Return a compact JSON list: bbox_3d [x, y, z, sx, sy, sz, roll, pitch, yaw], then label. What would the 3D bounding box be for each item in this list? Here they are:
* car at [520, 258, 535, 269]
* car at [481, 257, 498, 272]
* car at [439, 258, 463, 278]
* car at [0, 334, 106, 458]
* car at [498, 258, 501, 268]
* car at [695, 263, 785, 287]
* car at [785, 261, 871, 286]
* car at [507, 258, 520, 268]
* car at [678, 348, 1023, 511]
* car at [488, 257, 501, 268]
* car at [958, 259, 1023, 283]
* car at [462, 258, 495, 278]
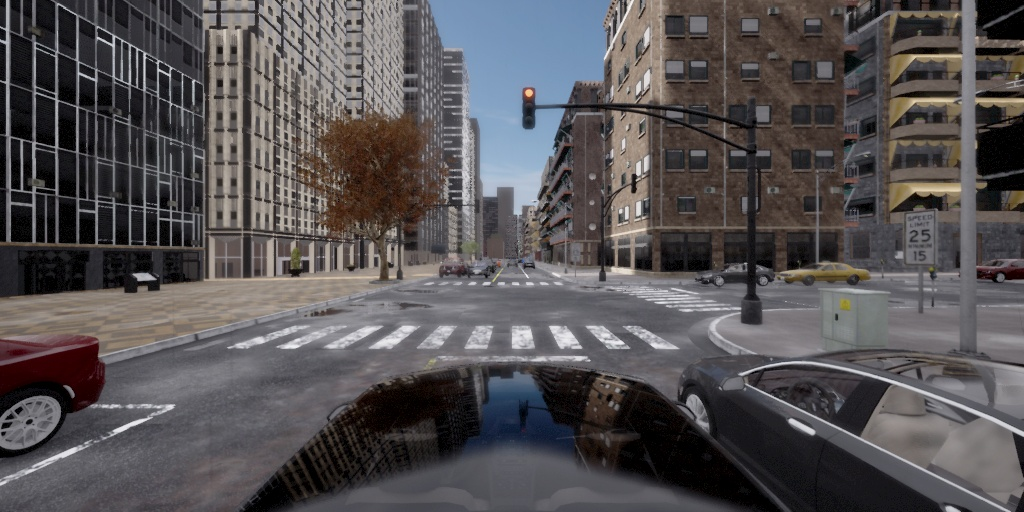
[{"bbox_3d":[2.698,1.349,56.798,1.948,1.339,4.313,0,0,0],"label":"car"},{"bbox_3d":[-3.092,1.123,43.370,2.097,1.767,4.553,0,0,0],"label":"car"},{"bbox_3d":[-5.687,1.079,34.708,2.192,1.841,5.009,0,0,0],"label":"car"},{"bbox_3d":[-5.692,1.295,2.321,1.888,1.381,4.507,0,0,0],"label":"car"},{"bbox_3d":[-3.086,1.380,53.088,1.895,1.301,4.718,0,0,0],"label":"car"},{"bbox_3d":[13.437,1.095,21.734,4.403,1.370,2.007,0,0,-1],"label":"car"},{"bbox_3d":[18.834,0.992,21.788,4.829,1.417,1.751,0,0,-1],"label":"car"},{"bbox_3d":[0.111,1.284,64.089,2.128,1.511,4.902,0,0,0],"label":"car"},{"bbox_3d":[2.689,1.300,2.319,2.007,1.370,4.403,0,0,0],"label":"car"},{"bbox_3d":[-3.039,1.143,63.105,2.097,1.767,4.553,0,0,1],"label":"car"},{"bbox_3d":[30.139,0.858,21.901,4.507,1.381,1.888,0,0,-1],"label":"car"},{"bbox_3d":[-3.096,1.255,34.198,2.128,1.511,4.902,0,0,0],"label":"car"}]
